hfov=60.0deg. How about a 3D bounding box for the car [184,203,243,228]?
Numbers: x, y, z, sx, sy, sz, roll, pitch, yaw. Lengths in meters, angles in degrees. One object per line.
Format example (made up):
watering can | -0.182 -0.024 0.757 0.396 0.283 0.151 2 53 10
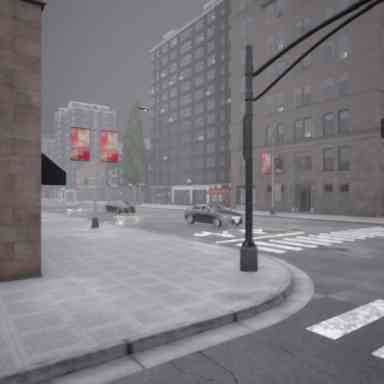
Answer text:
car | 1.359 1.546 22.603 2.128 1.511 4.902 0 0 -36

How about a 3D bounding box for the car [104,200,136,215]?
car | -7.671 1.593 35.187 1.882 1.535 5.008 0 0 -36

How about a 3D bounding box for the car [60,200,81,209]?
car | -18.443 1.850 50.350 1.895 1.301 4.718 0 0 -36
